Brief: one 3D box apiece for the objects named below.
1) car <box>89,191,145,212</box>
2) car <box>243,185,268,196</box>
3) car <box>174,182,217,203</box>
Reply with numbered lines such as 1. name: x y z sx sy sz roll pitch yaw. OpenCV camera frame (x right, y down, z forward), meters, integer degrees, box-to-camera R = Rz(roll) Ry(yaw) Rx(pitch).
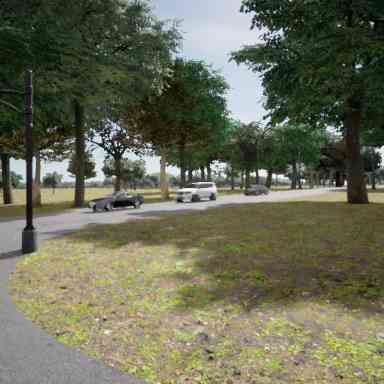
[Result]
1. car: -6.016 0.698 26.831 2.128 1.511 4.902 -1 2 37
2. car: 8.911 -0.231 46.160 1.837 1.490 4.892 -1 2 38
3. car: 0.509 0.008 35.300 2.150 2.045 5.566 -1 2 38
